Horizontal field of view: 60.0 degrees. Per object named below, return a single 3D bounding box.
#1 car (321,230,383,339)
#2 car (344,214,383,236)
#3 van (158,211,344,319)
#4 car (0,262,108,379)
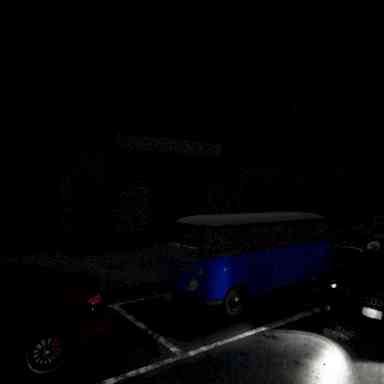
[{"bbox_3d":[4.213,1.563,5.948,4.181,1.385,1.994,0,0,-35],"label":"car"},{"bbox_3d":[5.684,1.440,10.237,4.097,1.590,1.967,0,0,-35],"label":"car"},{"bbox_3d":[1.275,1.341,7.096,3.998,1.788,1.690,0,0,-35],"label":"van"},{"bbox_3d":[-3.133,1.582,3.955,4.206,1.307,1.802,0,0,-35],"label":"car"}]
